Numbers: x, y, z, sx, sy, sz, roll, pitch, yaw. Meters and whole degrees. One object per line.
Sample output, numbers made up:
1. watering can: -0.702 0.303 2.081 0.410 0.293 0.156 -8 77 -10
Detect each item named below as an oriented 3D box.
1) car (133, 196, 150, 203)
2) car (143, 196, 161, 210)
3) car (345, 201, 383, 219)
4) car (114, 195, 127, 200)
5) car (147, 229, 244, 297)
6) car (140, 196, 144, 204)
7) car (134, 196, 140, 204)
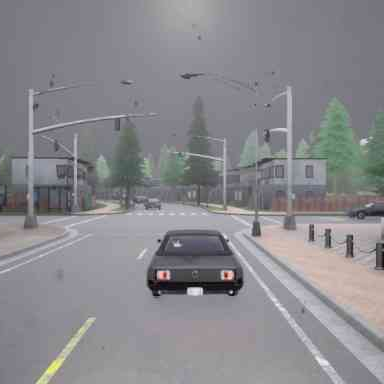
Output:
1. car: -10.934 1.513 71.884 1.994 1.385 4.181 0 0 -36
2. car: -4.929 1.496 42.407 1.812 1.442 4.674 0 0 -6
3. car: 15.416 1.513 28.005 4.674 1.442 1.812 0 0 1
4. car: -16.934 1.330 79.947 4.674 1.442 1.812 0 0 45
5. car: 0.035 1.602 8.546 1.895 1.301 4.718 0 0 -1
6. car: -6.448 1.518 51.978 2.033 1.411 5.357 0 0 -14
7. car: -9.661 1.477 61.430 1.837 1.490 4.892 0 0 -23
